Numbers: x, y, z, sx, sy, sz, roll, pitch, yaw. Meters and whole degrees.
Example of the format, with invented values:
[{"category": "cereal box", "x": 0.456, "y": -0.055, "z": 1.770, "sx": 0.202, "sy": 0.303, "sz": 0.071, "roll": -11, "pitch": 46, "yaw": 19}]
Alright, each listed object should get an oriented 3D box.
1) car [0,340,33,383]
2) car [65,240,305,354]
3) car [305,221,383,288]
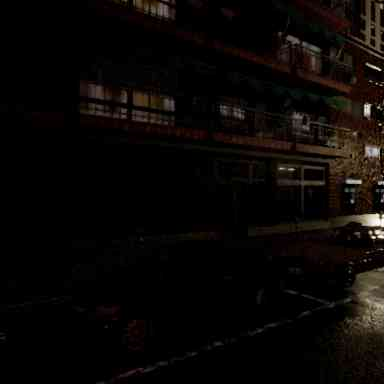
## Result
[{"category": "car", "x": -3.040, "y": 1.506, "z": 0.888, "sx": 4.892, "sy": 1.490, "sz": 1.837, "roll": 0, "pitch": 0, "yaw": -35}, {"category": "car", "x": -0.070, "y": 1.580, "z": 6.044, "sx": 4.206, "sy": 1.307, "sz": 1.802, "roll": 0, "pitch": 0, "yaw": -35}, {"category": "car", "x": 4.385, "y": 1.521, "z": 9.220, "sx": 4.829, "sy": 1.417, "sz": 1.752, "roll": 0, "pitch": 0, "yaw": -35}]
